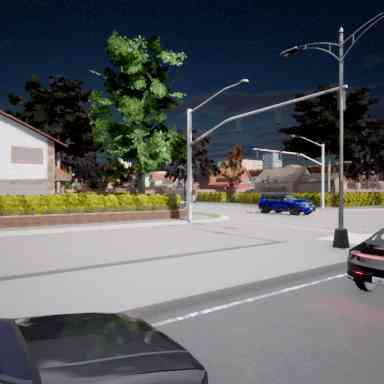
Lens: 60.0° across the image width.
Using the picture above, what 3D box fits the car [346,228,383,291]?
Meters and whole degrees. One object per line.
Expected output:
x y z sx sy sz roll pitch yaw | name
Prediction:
5.549 1.474 7.694 4.902 1.511 2.128 0 0 -35 | car

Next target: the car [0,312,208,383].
-2.390 1.543 2.040 5.357 1.411 2.033 0 0 -36 | car

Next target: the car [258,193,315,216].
8.898 1.145 31.796 2.150 2.045 5.566 0 0 -39 | car

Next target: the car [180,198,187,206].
-1.998 1.483 46.496 1.895 1.301 4.718 0 0 -36 | car
